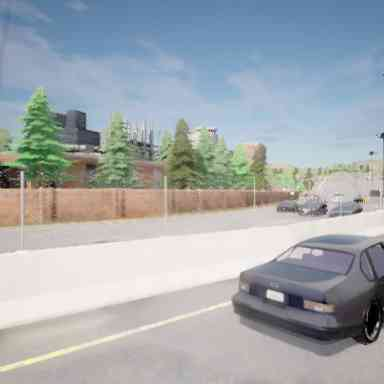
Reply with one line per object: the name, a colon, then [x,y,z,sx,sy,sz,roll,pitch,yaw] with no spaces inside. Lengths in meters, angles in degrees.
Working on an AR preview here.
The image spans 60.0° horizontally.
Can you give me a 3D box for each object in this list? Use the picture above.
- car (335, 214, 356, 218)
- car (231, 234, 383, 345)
car: [12.736,1.550,27.124,2.033,1.411,5.357,0,0,37]
car: [3.116,1.549,6.464,5.357,1.411,2.033,0,0,-40]
